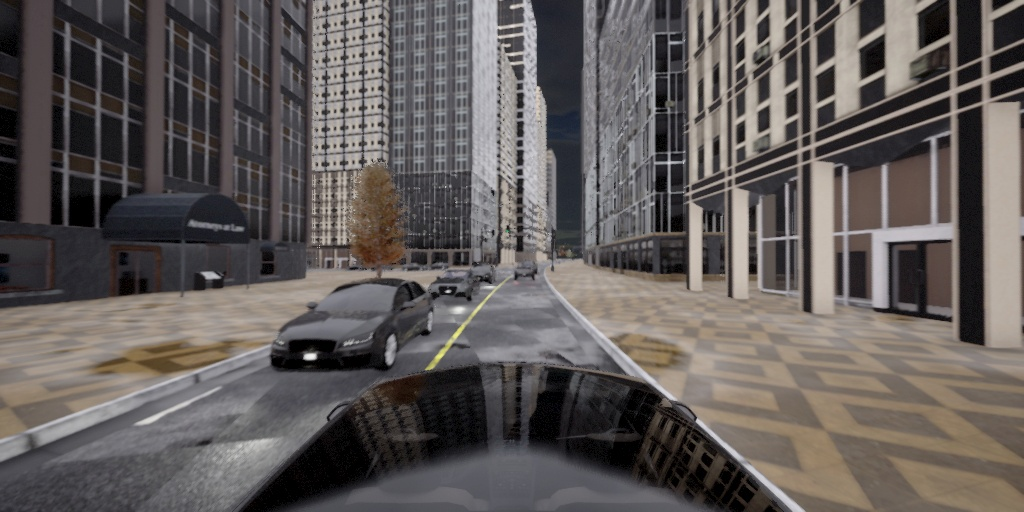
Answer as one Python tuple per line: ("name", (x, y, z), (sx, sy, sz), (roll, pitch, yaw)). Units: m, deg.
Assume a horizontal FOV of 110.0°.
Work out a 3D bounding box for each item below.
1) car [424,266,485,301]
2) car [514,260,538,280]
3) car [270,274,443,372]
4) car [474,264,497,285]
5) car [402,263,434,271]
("car", (-2.746, 1.388, 17.799), (1.994, 1.385, 4.181), (0, 0, 2))
("car", (1.191, 1.390, 33.108), (2.128, 1.511, 4.902), (0, 0, 4))
("car", (-3.014, 1.280, 7.854), (1.837, 1.490, 4.892), (0, 0, 1))
("car", (-2.276, 1.377, 27.765), (1.837, 1.490, 4.892), (0, -1, 3))
("car", (-15.261, 1.781, 56.917), (4.403, 1.370, 2.007), (0, 0, 14))
